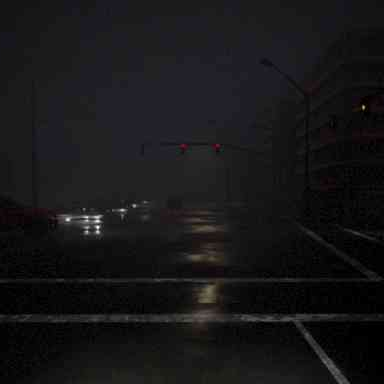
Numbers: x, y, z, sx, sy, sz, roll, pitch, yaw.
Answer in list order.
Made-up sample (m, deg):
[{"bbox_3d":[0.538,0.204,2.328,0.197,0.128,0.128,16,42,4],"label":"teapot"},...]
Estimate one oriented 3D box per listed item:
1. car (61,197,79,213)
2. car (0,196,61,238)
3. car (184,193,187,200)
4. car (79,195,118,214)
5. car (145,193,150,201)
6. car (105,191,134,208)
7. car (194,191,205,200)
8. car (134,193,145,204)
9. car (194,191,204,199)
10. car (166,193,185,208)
[{"bbox_3d":[-13.007,1.346,35.324,1.882,1.535,5.008,0,1,1],"label":"car"},{"bbox_3d":[-9.518,1.188,16.281,5.566,2.045,2.150,0,1,-21],"label":"car"},{"bbox_3d":[-1.910,0.884,67.017,2.033,1.411,5.357,0,1,1],"label":"car"},{"bbox_3d":[-9.519,1.369,34.257,2.128,1.511,4.902,0,1,1],"label":"car"},{"bbox_3d":[-9.093,0.947,63.478,2.033,1.411,5.357,0,1,1],"label":"car"},{"bbox_3d":[-9.402,1.106,43.299,2.097,1.767,4.553,0,1,1],"label":"car"},{"bbox_3d":[1.574,0.855,65.405,2.128,1.511,4.902,0,1,1],"label":"car"},{"bbox_3d":[-9.280,1.132,52.943,2.033,1.411,5.357,0,1,1],"label":"car"},{"bbox_3d":[1.604,0.556,75.795,2.097,1.767,4.553,0,1,1],"label":"car"},{"bbox_3d":[-2.204,1.280,43.191,1.812,1.442,4.674,0,1,1],"label":"car"}]
